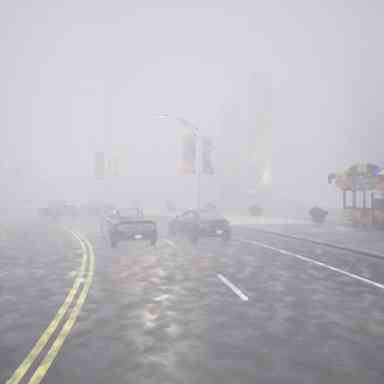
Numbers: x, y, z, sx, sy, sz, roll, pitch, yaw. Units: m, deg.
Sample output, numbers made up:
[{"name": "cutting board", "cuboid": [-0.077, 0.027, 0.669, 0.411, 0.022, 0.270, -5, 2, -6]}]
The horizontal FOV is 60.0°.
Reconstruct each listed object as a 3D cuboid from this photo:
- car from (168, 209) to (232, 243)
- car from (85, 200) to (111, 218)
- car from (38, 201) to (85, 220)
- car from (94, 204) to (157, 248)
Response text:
[{"name": "car", "cuboid": [0.304, 1.530, 16.241, 1.812, 1.442, 4.674, 0, 0, -22]}, {"name": "car", "cuboid": [-8.826, 1.492, 30.457, 2.128, 1.511, 4.902, 0, 0, -44]}, {"name": "car", "cuboid": [-11.360, 1.492, 28.043, 2.128, 1.511, 4.902, 0, 0, -44]}, {"name": "car", "cuboid": [-2.945, 1.492, 14.941, 2.128, 1.511, 4.902, 0, 0, -22]}]
